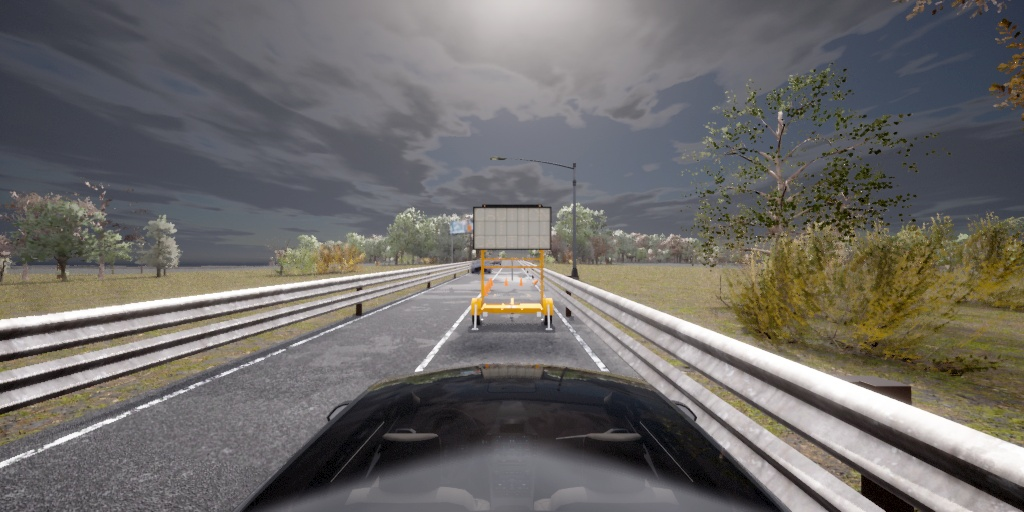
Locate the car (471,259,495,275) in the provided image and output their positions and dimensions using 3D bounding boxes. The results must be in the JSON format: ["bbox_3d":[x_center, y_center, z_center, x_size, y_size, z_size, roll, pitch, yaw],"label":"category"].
[{"bbox_3d":[-3.353,1.116,39.877,2.097,1.767,4.553,0,0,0],"label":"car"}]

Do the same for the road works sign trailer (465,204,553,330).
[{"bbox_3d":[0.009,0.218,11.109,2.380,3.560,2.880,0,0,0],"label":"road works sign trailer"}]
